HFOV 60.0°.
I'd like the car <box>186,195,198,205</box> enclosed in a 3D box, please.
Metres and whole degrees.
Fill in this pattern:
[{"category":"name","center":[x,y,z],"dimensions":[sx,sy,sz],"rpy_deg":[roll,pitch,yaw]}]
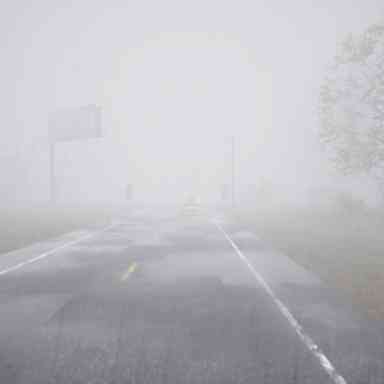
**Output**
[{"category":"car","center":[-0.005,1.480,62.080],"dimensions":[2.033,1.649,4.856],"rpy_deg":[0,-1,0]}]

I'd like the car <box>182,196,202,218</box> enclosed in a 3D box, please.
[{"category":"car","center":[0.000,1.497,30.287],"dimensions":[1.801,1.575,5.366],"rpy_deg":[0,0,0]}]
